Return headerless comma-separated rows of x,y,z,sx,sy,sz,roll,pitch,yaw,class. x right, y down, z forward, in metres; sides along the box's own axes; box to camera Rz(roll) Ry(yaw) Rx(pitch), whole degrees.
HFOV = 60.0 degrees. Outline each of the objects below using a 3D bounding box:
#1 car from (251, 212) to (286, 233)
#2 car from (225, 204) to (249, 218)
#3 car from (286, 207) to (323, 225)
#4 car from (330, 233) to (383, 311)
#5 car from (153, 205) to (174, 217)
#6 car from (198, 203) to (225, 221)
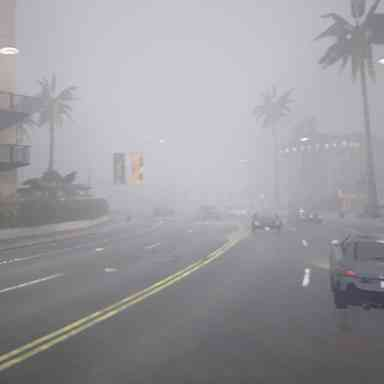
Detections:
4.970,1.967,22.400,1.895,1.301,4.718,-1,-1,10,car
4.750,2.286,38.831,1.895,1.301,4.718,-1,-1,-11,car
9.150,1.950,27.588,2.033,1.411,5.357,-1,-1,3,car
4.320,1.658,7.792,1.994,1.385,4.181,-1,-1,22,car
-3.721,2.402,43.096,1.837,1.490,4.892,0,-2,-20,car
1.743,2.153,34.596,1.837,1.490,4.892,0,-1,-8,car
